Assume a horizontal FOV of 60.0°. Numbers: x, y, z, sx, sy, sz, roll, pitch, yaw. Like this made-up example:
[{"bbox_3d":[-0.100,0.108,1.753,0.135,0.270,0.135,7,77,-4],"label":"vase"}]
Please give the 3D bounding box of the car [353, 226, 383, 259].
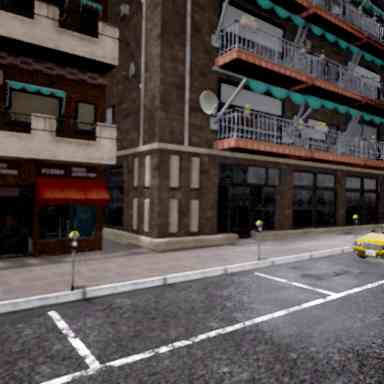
[{"bbox_3d":[7.667,1.650,12.014,4.829,1.417,1.752,1,1,-35],"label":"car"}]
